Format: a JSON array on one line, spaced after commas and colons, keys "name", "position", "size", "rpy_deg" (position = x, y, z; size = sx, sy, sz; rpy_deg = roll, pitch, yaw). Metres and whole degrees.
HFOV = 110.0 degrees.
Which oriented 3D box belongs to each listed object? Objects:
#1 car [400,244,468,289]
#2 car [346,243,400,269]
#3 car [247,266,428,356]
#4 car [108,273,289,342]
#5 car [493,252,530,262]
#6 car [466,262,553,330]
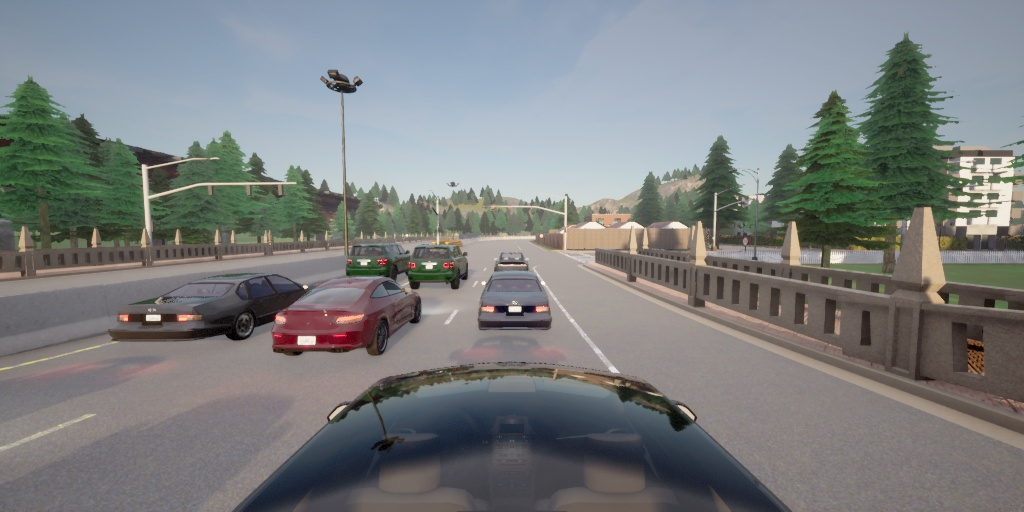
[{"name": "car", "position": [-3.506, 0.399, 17.798], "size": [2.150, 2.045, 5.566], "rpy_deg": [0, 4, 0]}, {"name": "car", "position": [-7.020, 0.285, 19.624], "size": [2.150, 2.045, 5.566], "rpy_deg": [0, 4, 0]}, {"name": "car", "position": [-3.440, 1.172, 8.262], "size": [1.812, 1.442, 4.674], "rpy_deg": [0, 2, -1]}, {"name": "car", "position": [-6.946, 1.156, 9.436], "size": [2.033, 1.411, 5.357], "rpy_deg": [0, 2, 0]}, {"name": "car", "position": [-0.023, 0.529, 20.115], "size": [2.128, 1.511, 4.902], "rpy_deg": [0, 3, 0]}, {"name": "car", "position": [0.048, 1.121, 10.419], "size": [2.033, 1.411, 5.357], "rpy_deg": [0, 2, 0]}]
